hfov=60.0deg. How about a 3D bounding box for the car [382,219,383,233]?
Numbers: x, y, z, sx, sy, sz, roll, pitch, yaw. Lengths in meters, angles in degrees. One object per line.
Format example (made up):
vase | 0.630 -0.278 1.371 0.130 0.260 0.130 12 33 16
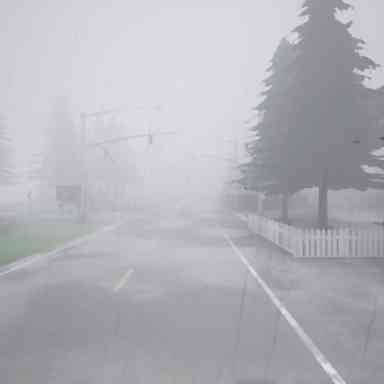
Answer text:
car | 11.026 1.352 15.970 1.905 1.878 3.866 0 0 -1

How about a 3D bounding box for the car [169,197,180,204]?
car | -3.515 1.714 66.927 1.994 1.385 4.181 0 0 0

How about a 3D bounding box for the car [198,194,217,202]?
car | 3.993 1.396 78.850 5.566 2.045 2.150 0 0 -33
